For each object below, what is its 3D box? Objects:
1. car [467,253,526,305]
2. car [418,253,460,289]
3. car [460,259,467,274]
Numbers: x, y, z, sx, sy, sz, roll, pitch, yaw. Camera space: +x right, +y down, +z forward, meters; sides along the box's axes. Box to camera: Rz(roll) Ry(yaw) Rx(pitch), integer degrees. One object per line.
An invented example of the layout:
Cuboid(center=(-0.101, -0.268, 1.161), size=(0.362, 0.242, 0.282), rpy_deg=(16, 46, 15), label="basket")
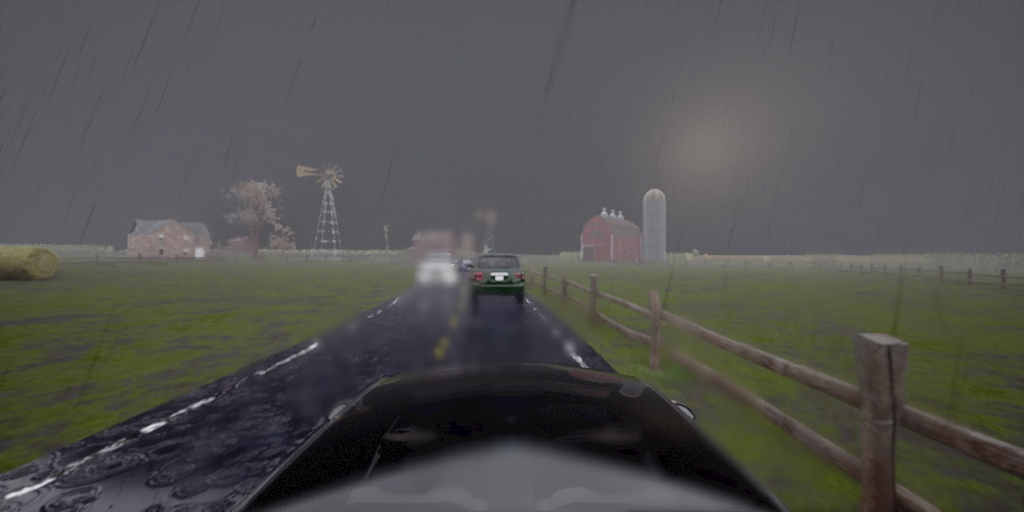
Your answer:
Cuboid(center=(-0.734, 0.892, 15.811), size=(2.150, 2.045, 5.566), rpy_deg=(0, 0, -6), label="car")
Cuboid(center=(-4.517, 0.840, 22.393), size=(2.150, 2.045, 5.566), rpy_deg=(0, 0, -9), label="car")
Cuboid(center=(-4.668, 1.039, 37.453), size=(1.812, 1.442, 4.674), rpy_deg=(0, 0, -14), label="car")
